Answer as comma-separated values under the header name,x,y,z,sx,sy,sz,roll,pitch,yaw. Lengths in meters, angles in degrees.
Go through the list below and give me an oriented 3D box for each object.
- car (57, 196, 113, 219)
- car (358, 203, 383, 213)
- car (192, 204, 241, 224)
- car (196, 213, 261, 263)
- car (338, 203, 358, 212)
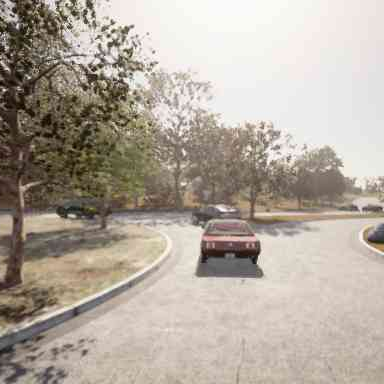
name,x,y,z,sx,sy,sz,roll,pitch,yaw
car,-9.775,1.362,30.262,5.566,2.045,2.150,0,0,29
car,26.961,2.377,49.697,1.895,1.301,4.718,0,-1,44
car,1.633,1.628,23.582,2.128,1.511,4.902,0,0,-25
car,1.269,1.666,12.305,1.895,1.301,4.718,0,0,3
car,24.292,2.340,51.712,1.994,1.385,4.181,0,-1,44
